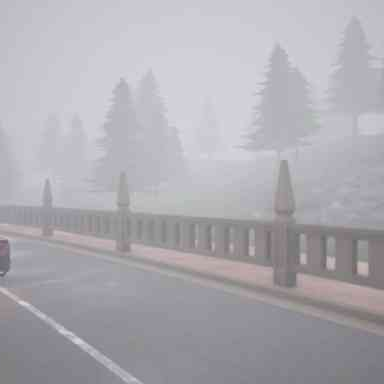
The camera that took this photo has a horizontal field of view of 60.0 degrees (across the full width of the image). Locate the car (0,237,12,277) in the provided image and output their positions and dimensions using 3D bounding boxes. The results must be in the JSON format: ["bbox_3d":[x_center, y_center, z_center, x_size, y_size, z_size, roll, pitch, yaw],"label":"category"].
[{"bbox_3d":[-6.719,1.503,9.201,5.008,1.535,1.882,0,0,43],"label":"car"}]
